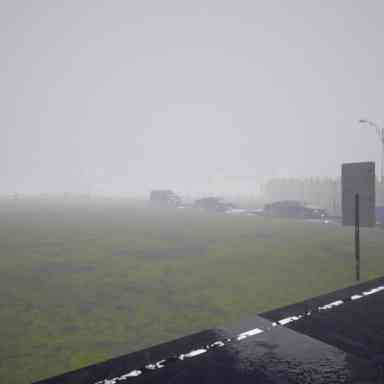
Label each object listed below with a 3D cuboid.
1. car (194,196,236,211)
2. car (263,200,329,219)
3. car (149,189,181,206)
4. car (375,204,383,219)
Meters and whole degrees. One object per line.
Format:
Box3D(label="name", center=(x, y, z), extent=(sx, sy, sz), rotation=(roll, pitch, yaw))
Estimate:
Box3D(label="car", center=(2.345, 1.177, 35.660), extent=(2.033, 1.411, 5.357), rotation=(-1, 1, -36))
Box3D(label="car", center=(8.324, 1.330, 27.295), extent=(2.033, 1.411, 5.357), rotation=(-1, 1, -36))
Box3D(label="car", center=(-3.645, 0.695, 44.060), extent=(2.150, 2.045, 5.566), rotation=(-1, 1, -35))
Box3D(label="car", center=(14.636, 1.327, 23.542), extent=(1.882, 1.535, 5.008), rotation=(-1, 1, -36))
